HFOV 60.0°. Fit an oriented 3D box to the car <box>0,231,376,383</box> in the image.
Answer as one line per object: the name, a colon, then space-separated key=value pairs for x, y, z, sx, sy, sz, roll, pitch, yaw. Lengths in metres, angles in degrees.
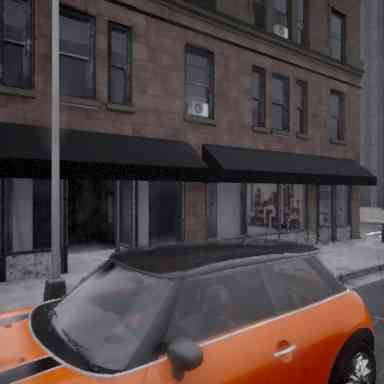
car: x=-0.256 y=1.352 z=3.194 sx=4.553 sy=1.767 sz=2.097 roll=0 pitch=0 yaw=-35
